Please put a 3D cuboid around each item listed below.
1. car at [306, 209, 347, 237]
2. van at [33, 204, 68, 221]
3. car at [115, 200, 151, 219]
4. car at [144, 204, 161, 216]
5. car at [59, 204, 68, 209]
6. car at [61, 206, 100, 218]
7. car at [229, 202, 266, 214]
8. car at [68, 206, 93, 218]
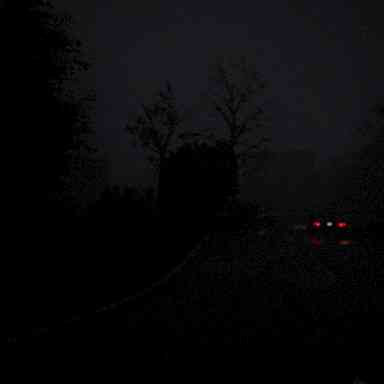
[{"bbox_3d":[7.762,1.722,19.446,2.033,1.411,5.357,-1,-1,17],"label":"car"},{"bbox_3d":[-17.999,2.550,42.623,1.878,1.987,4.442,-3,-1,11],"label":"van"},{"bbox_3d":[-7.059,2.082,40.399,2.435,2.045,5.566,-2,-1,11],"label":"car"},{"bbox_3d":[-4.313,2.245,39.850,2.231,1.521,4.892,-2,-1,11],"label":"car"},{"bbox_3d":[-15.309,2.648,41.788,1.946,1.575,5.366,-3,-1,11],"label":"car"},{"bbox_3d":[-15.789,2.813,47.253,4.892,1.490,1.837,-3,-1,11],"label":"car"},{"bbox_3d":[6.763,2.003,41.994,5.008,1.535,1.882,-2,-2,24],"label":"car"},{"bbox_3d":[-12.699,2.540,41.278,1.946,1.575,5.366,-2,-1,11],"label":"car"}]
